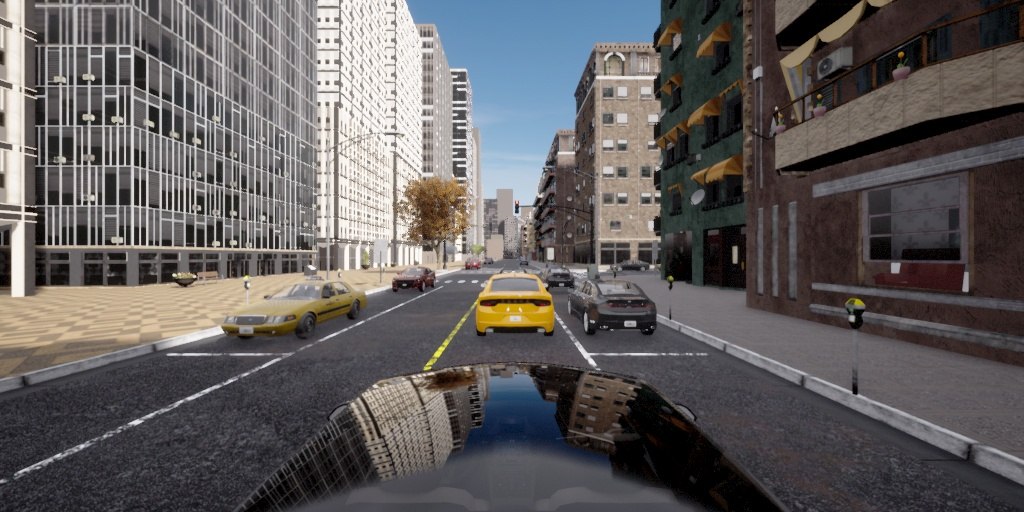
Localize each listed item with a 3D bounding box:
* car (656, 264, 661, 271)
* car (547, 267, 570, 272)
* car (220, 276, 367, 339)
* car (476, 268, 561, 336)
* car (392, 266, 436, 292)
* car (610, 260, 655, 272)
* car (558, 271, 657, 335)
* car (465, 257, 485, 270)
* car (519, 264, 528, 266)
[{"bbox_3d":[18.755,1.003,40.859,4.829,1.417,1.751,0,0,-1],"label":"car"},{"bbox_3d":[2.650,1.303,21.357,2.007,1.370,4.403,0,0,0],"label":"car"},{"bbox_3d":[-5.708,1.275,10.105,1.751,1.417,4.829,0,0,0],"label":"car"},{"bbox_3d":[0.072,1.228,10.385,1.882,1.535,5.008,0,0,0],"label":"car"},{"bbox_3d":[-5.730,1.298,21.341,1.888,1.381,4.507,0,0,0],"label":"car"},{"bbox_3d":[13.358,1.105,40.794,4.403,1.370,2.007,0,0,-1],"label":"car"},{"bbox_3d":[2.672,1.300,10.291,2.007,1.370,4.403,0,0,0],"label":"car"},{"bbox_3d":[-5.793,1.094,53.728,2.192,1.841,5.009,0,0,0],"label":"car"},{"bbox_3d":[0.063,1.353,20.664,1.895,1.301,4.718,0,0,0],"label":"car"}]
